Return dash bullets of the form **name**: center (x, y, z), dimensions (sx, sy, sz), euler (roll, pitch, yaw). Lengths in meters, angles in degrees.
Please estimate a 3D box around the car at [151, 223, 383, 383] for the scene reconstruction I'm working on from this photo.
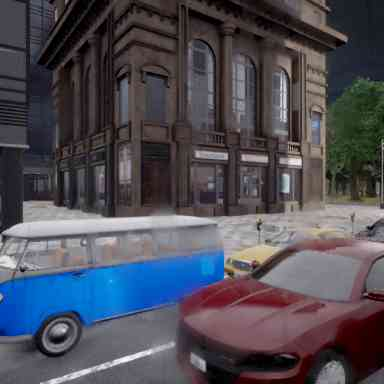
- **car**: center (2.098, 1.477, 4.870), dimensions (5.008, 1.535, 1.882), euler (0, 0, -35)

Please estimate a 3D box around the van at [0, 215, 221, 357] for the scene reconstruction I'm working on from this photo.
- **van**: center (-1.286, 1.341, 5.733), dimensions (3.998, 1.788, 1.690), euler (0, 0, -35)

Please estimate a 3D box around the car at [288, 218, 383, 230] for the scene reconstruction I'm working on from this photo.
- **car**: center (3.005, 1.525, 8.789), dimensions (4.829, 1.417, 1.752), euler (0, 0, -35)
